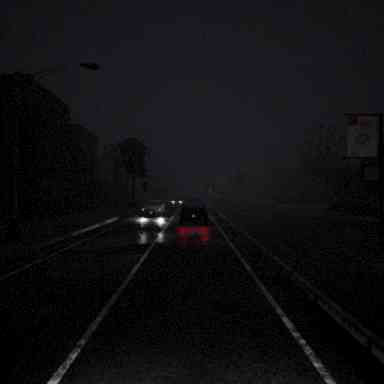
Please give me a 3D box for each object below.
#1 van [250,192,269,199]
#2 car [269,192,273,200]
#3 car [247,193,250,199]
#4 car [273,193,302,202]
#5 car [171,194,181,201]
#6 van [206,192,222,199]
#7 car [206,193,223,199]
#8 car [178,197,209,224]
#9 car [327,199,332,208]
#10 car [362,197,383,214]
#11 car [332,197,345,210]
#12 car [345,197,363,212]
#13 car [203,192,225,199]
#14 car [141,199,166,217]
[{"bbox_3d":[18.467,0.947,88.473,4.442,1.987,1.878,0,-1,0],"label":"van"},{"bbox_3d":[18.712,1.172,67.677,4.674,1.452,2.002,0,0,0],"label":"car"},{"bbox_3d":[18.748,1.205,91.266,5.366,1.575,1.946,0,-1,0],"label":"car"},{"bbox_3d":[18.782,1.020,64.506,4.553,1.767,2.185,0,0,0],"label":"car"},{"bbox_3d":[-3.225,1.150,71.079,1.812,1.442,4.674,0,0,0],"label":"car"},{"bbox_3d":[6.382,1.037,94.983,4.442,1.987,1.878,0,-1,0],"label":"van"},{"bbox_3d":[6.320,1.087,91.944,4.553,1.767,2.185,0,-1,0],"label":"car"},{"bbox_3d":[0.109,1.366,23.920,1.882,1.535,5.008,0,1,0],"label":"car"},{"bbox_3d":[18.721,1.304,40.171,4.674,1.452,2.002,0,0,0],"label":"car"},{"bbox_3d":[18.710,1.352,30.473,4.674,1.452,2.002,0,0,0],"label":"car"},{"bbox_3d":[18.714,1.282,36.895,4.892,1.521,2.231,0,0,0],"label":"car"},{"bbox_3d":[18.722,1.296,33.622,5.008,1.535,2.097,0,0,0],"label":"car"},{"bbox_3d":[6.126,1.174,89.024,5.366,1.575,1.946,0,-1,0],"label":"car"},{"bbox_3d":[-3.337,1.390,29.326,1.812,1.442,4.674,0,0,0],"label":"car"}]
